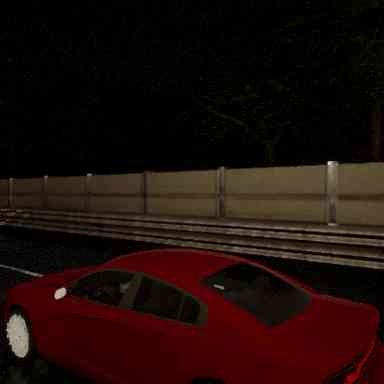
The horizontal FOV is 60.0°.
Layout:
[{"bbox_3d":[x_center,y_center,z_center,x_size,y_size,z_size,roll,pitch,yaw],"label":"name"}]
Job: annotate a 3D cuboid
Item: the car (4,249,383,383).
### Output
[{"bbox_3d":[-0.429,1.477,4.177,5.008,1.535,1.882,0,0,36],"label":"car"}]
